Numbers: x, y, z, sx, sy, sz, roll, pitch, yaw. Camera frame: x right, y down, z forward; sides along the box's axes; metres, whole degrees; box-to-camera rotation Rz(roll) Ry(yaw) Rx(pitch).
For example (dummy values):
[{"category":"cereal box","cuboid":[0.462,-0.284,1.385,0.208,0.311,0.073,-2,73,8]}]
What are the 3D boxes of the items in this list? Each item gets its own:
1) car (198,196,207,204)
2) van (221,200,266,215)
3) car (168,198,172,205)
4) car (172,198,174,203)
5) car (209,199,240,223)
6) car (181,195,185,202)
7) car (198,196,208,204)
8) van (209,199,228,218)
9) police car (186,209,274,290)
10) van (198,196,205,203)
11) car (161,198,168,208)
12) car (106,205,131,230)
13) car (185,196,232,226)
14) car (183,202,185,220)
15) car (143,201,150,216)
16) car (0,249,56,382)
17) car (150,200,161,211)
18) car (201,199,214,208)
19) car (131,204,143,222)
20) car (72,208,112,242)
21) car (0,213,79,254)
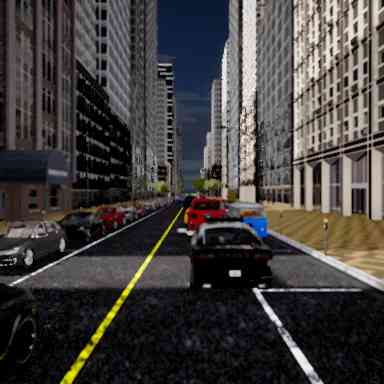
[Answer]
[{"category":"car","cuboid":[2.601,1.977,85.213,2.192,1.841,5.009,-1,0,0]},{"category":"van","cuboid":[2.665,1.475,17.010,1.690,1.788,3.998,-1,0,0]},{"category":"car","cuboid":[-5.761,2.112,68.152,1.802,1.307,4.206,-1,0,0]},{"category":"car","cuboid":[-5.767,2.014,73.836,1.967,1.590,4.097,-1,0,0]},{"category":"car","cuboid":[2.654,1.537,28.378,2.192,1.841,5.009,-1,0,0]},{"category":"car","cuboid":[-0.041,1.571,44.790,2.150,2.045,5.566,0,0,0]},{"category":"car","cuboid":[2.607,1.933,79.529,2.192,1.841,5.009,-1,0,0]},{"category":"van","cuboid":[2.649,1.607,34.061,1.690,1.788,3.998,-1,0,0]},{"category":"police car","cuboid":[0.891,1.500,9.464,1.930,1.638,5.238,0,0,0]},{"category":"van","cuboid":[2.597,2.046,90.896,1.690,1.788,3.998,-1,0,0]},{"category":"car","cuboid":[-5.750,1.993,56.785,2.008,1.369,4.403,-1,0,0]},{"category":"car","cuboid":[-5.718,1.723,22.684,1.887,1.381,4.507,-1,0,0]},{"category":"car","cuboid":[0.807,1.375,19.371,2.150,2.045,5.566,0,0,-1]},{"category":"car","cuboid":[0.589,1.682,25.455,1.882,1.535,5.008,0,-1,6]},{"category":"car","cuboid":[-5.729,1.848,34.051,1.802,1.307,4.206,-1,0,0]},{"category":"car","cuboid":[-3.103,1.588,2.966,1.994,1.385,4.181,0,0,0]},{"category":"car","cuboid":[-5.740,1.905,45.418,2.008,1.369,4.403,-1,0,0]},{"category":"car","cuboid":[2.630,1.993,56.793,2.008,1.369,4.403,-1,0,0]},{"category":"car","cuboid":[-5.724,1.773,28.368,2.008,1.369,4.403,-1,0,0]},{"category":"car","cuboid":[-5.713,1.699,17.001,1.947,1.339,4.313,-1,0,0]},{"category":"car","cuboid":[-5.708,1.640,11.317,2.008,1.369,4.403,-1,0,0]}]
